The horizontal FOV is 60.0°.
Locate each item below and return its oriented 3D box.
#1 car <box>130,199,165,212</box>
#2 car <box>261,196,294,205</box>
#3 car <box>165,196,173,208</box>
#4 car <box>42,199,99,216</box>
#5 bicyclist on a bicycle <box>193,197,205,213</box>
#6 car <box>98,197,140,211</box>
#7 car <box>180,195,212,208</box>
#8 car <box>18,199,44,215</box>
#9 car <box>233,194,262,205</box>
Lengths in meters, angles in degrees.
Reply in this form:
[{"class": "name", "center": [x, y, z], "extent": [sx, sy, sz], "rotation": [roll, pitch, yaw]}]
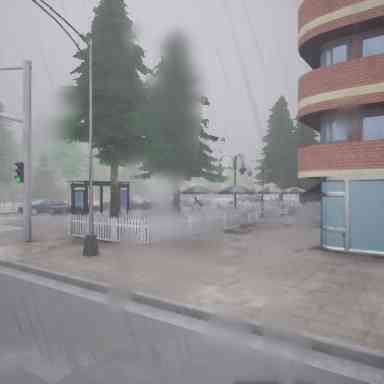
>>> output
[{"class": "car", "center": [-5.796, 1.545, 38.933], "extent": [1.895, 1.301, 4.718], "rotation": [0, 0, 37]}, {"class": "car", "center": [13.351, 1.545, 50.751], "extent": [4.718, 1.301, 1.895], "rotation": [0, 0, -26]}, {"class": "car", "center": [-2.251, 1.296, 48.340], "extent": [4.553, 1.767, 2.097], "rotation": [0, 0, -43]}, {"class": "car", "center": [-11.265, 1.545, 31.573], "extent": [1.895, 1.301, 4.718], "rotation": [0, 0, 36]}, {"class": "bicyclist on a bicycle", "center": [0.424, 1.245, 27.312], "extent": [1.656, 1.620, 0.582], "rotation": [0, 0, 36]}, {"class": "car", "center": [-8.844, 1.422, 40.638], "extent": [1.882, 1.535, 5.008], "rotation": [0, 0, 38]}, {"class": "car", "center": [0.839, 1.508, 46.514], "extent": [4.181, 1.385, 1.994], "rotation": [0, 0, -43]}, {"class": "car", "center": [-14.562, 1.422, 32.967], "extent": [1.882, 1.535, 5.008], "rotation": [0, 0, 36]}, {"class": "car", "center": [9.667, 1.171, 57.016], "extent": [5.566, 2.045, 2.150], "rotation": [0, 0, -26]}]
